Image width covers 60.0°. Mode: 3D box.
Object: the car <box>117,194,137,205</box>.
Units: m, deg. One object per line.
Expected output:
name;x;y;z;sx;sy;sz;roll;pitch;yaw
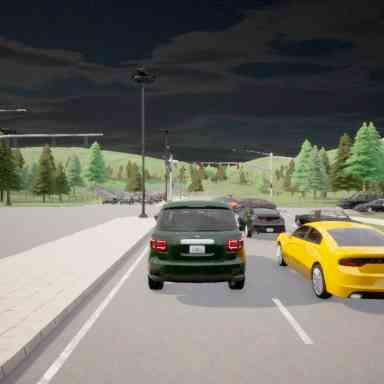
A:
car;-11.709;1.526;60.205;1.812;1.442;4.674;0;0;1

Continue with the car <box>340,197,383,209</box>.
car;22.850;1.477;44.903;5.008;1.535;1.882;0;0;1

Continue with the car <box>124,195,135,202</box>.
car;-15.134;1.478;80.690;1.882;1.535;5.008;0;0;0

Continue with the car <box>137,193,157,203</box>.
car;-8.164;1.491;60.555;2.128;1.511;4.902;0;0;0

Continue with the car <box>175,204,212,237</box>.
car;0.072;1.505;19.089;1.837;1.490;4.892;0;0;0

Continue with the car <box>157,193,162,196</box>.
car;-8.115;1.355;69.635;2.097;1.767;4.553;0;0;0

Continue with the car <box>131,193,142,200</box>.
car;-15.139;1.224;91.232;2.150;2.045;5.566;0;0;0

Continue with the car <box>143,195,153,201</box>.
car;-11.645;1.552;88.174;1.994;1.385;4.181;0;0;0

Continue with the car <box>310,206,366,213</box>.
car;7.074;1.601;17.887;1.895;1.301;4.718;0;0;0

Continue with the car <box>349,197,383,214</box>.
car;19.407;1.505;34.429;4.892;1.490;1.837;0;0;0

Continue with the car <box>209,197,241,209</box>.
car;4.577;1.505;46.626;1.837;1.490;4.892;-3;2;-32

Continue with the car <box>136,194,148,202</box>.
car;-11.630;1.355;78.162;2.097;1.767;4.553;0;0;0

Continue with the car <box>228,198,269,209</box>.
car;7.937;1.547;46.804;5.357;1.411;2.033;0;0;38

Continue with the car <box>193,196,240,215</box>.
car;2.420;1.352;34.028;4.553;1.767;2.097;0;0;-3

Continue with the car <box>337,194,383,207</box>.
car;21.111;1.222;41.421;5.566;2.045;2.150;0;0;1

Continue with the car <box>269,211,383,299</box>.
car;3.586;1.478;8.488;1.882;1.535;5.008;0;0;0

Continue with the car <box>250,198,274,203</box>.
car;7.155;1.525;37.948;4.674;1.442;1.812;0;0;-1

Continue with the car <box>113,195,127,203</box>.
car;-15.116;1.500;70.302;1.837;1.490;4.892;0;0;0

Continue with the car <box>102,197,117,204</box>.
car;-15.154;1.564;61.629;1.994;1.385;4.181;0;0;0

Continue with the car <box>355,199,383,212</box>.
car;21.215;1.564;37.918;4.181;1.385;1.994;0;0;1

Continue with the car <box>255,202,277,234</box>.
car;3.574;1.505;17.712;1.837;1.490;4.892;0;0;0

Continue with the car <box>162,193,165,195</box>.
car;-8.130;1.552;78.144;1.994;1.385;4.181;0;0;0

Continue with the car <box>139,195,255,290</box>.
car;0.088;1.221;9.232;2.150;2.045;5.566;0;0;0
